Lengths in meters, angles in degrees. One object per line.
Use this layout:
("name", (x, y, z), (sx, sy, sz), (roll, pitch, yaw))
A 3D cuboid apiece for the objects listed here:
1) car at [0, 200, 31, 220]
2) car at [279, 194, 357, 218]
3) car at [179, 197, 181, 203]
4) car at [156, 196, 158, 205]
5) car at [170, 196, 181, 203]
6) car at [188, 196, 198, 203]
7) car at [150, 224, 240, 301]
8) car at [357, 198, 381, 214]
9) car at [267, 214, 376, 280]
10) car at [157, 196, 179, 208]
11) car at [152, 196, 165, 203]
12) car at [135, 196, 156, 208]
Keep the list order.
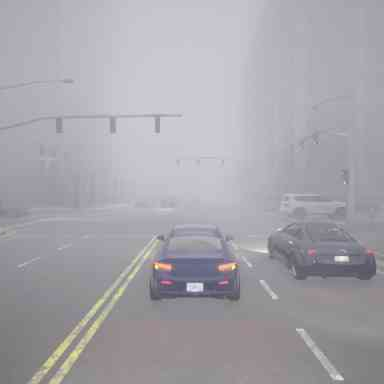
("car", (-15.630, 1.435, 26.931), (4.902, 1.511, 2.128), (0, 0, -1))
("car", (10.000, 1.170, 27.231), (5.566, 2.045, 2.150), (0, 0, 0))
("car", (-3.464, 1.477, 59.205), (1.882, 1.535, 5.008), (0, 0, 0))
("car", (-6.972, 1.504, 58.140), (1.837, 1.490, 4.892), (0, 0, 0))
("car", (-3.370, 1.563, 69.208), (1.994, 1.385, 4.181), (0, 0, 0))
("car", (0.176, 1.556, 70.788), (1.994, 1.385, 4.181), (0, 0, 0))
("car", (0.075, 1.526, 8.213), (1.812, 1.442, 4.674), (0, 0, 1))
("car", (16.770, 1.422, 34.460), (5.008, 1.535, 1.882), (0, 0, 0))
("car", (3.590, 1.564, 9.950), (1.994, 1.385, 4.181), (0, 0, 0))
("car", (-3.502, 1.491, 49.614), (2.128, 1.511, 4.902), (0, 0, 0))
("car", (-6.875, 1.546, 68.588), (2.033, 1.411, 5.357), (0, 0, 0))
("car", (-7.007, 1.546, 48.407), (2.033, 1.411, 5.357), (0, 0, 0))
